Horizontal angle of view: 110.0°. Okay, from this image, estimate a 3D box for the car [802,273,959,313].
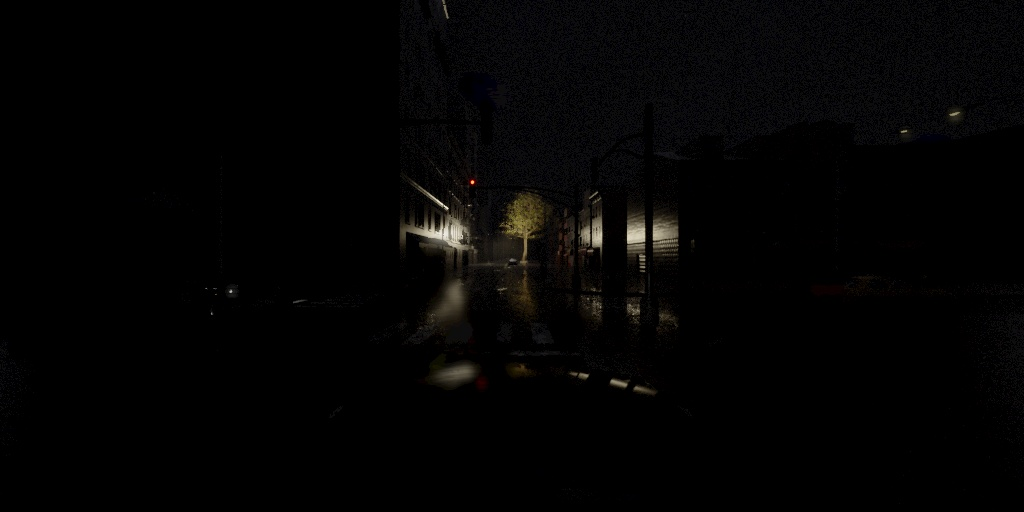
[{"bbox_3d":[13.898,1.346,13.625,4.829,1.417,1.751,0,0,0],"label":"car"}]

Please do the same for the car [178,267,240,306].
[{"bbox_3d":[-13.764,1.177,14.499,4.892,1.490,1.837,0,0,0],"label":"car"}]
